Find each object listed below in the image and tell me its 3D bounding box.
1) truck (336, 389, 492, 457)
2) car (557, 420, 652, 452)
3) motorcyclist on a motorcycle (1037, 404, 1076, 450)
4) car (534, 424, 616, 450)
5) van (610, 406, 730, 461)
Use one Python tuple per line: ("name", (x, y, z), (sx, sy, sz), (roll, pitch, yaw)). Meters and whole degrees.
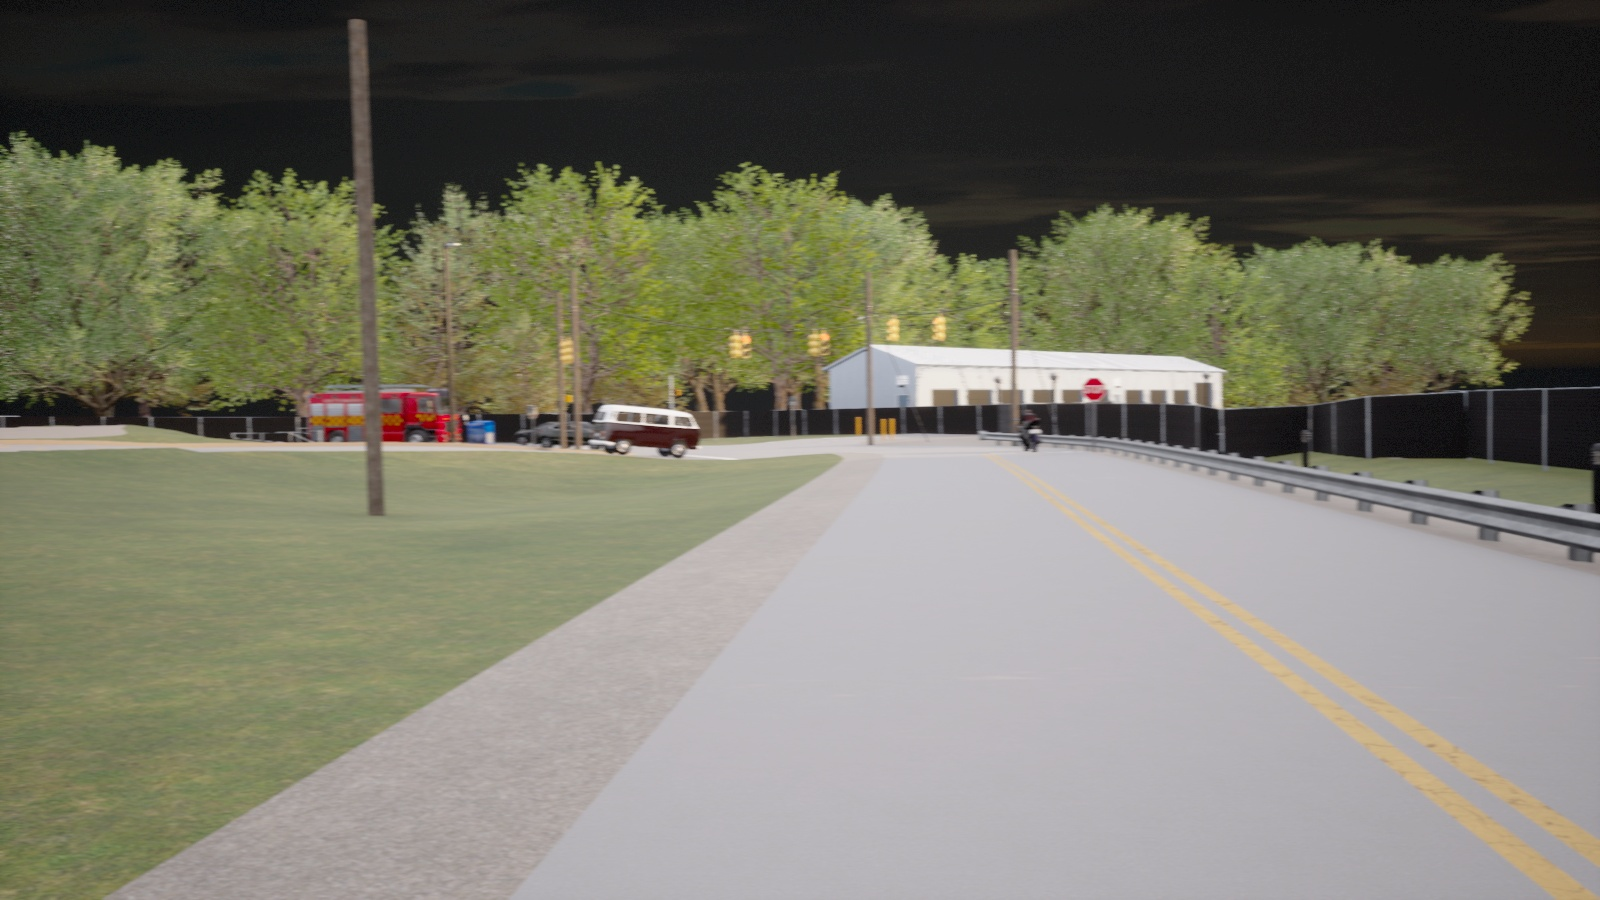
("truck", (-23.305, -1.645, 76.073), (8.468, 3.827, 2.891), (-1, 3, 9))
("car", (-11.230, -0.809, 72.142), (5.027, 1.651, 2.152), (0, 4, 27))
("motorcyclist on a motorcycle", (8.966, -0.802, 44.006), (0.866, 1.530, 2.191), (-2, 1, 1))
("car", (-13.807, -0.781, 77.158), (4.674, 1.442, 1.812), (0, 4, 22))
("van", (-5.464, -0.690, 52.793), (4.480, 2.038, 2.069), (3, 0, -27))
